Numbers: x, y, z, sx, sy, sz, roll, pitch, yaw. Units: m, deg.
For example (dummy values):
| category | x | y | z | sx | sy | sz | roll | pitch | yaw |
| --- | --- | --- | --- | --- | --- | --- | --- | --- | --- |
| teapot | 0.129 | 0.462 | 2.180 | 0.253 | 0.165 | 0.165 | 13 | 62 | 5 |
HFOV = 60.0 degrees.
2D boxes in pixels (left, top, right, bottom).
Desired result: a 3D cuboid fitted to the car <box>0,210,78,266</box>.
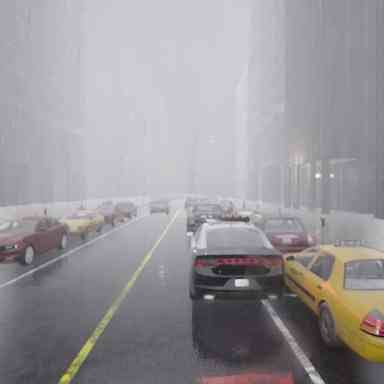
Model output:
| category | x | y | z | sx | sy | sz | roll | pitch | yaw |
| --- | --- | --- | --- | --- | --- | --- | --- | --- | --- |
| car | -5.775 | 1.540 | 11.564 | 1.887 | 1.381 | 4.507 | 0 | 0 | 0 |

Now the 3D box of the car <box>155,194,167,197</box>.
| category | x | y | z | sx | sy | sz | roll | pitch | yaw |
| --- | --- | --- | --- | --- | --- | --- | --- | --- | --- |
| car | -5.824 | 1.439 | 56.983 | 1.967 | 1.590 | 4.097 | 0 | 0 | 0 |

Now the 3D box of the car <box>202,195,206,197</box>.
| category | x | y | z | sx | sy | sz | roll | pitch | yaw |
| --- | --- | --- | --- | --- | --- | --- | --- | --- | --- |
| car | 2.713 | 1.437 | 45.643 | 1.967 | 1.590 | 4.097 | 0 | 0 | 0 |

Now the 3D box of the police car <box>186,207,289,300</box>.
| category | x | y | z | sx | sy | sz | roll | pitch | yaw |
| --- | --- | --- | --- | --- | --- | --- | --- | --- | --- |
| police car | 0.891 | 1.422 | 8.537 | 1.930 | 1.638 | 5.238 | 0 | 0 | 0 |

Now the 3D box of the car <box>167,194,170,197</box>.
| category | x | y | z | sx | sy | sz | roll | pitch | yaw |
| --- | --- | --- | --- | --- | --- | --- | --- | --- | --- |
| car | -5.830 | 1.552 | 62.661 | 2.008 | 1.369 | 4.403 | 0 | 0 | 0 |

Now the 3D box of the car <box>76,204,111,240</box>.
| category | x | y | z | sx | sy | sz | roll | pitch | yaw |
| --- | --- | --- | --- | --- | --- | --- | --- | --- | --- |
| car | -5.781 | 1.519 | 17.072 | 1.752 | 1.417 | 4.829 | 0 | 0 | 0 |

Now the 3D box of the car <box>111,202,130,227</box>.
| category | x | y | z | sx | sy | sz | roll | pitch | yaw |
| --- | --- | --- | --- | --- | --- | --- | --- | --- | --- |
| car | -5.787 | 1.538 | 22.918 | 1.887 | 1.381 | 4.507 | 0 | 0 | 0 |

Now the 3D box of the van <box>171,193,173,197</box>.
| category | x | y | z | sx | sy | sz | roll | pitch | yaw |
| --- | --- | --- | --- | --- | --- | --- | --- | --- | --- |
| van | -5.843 | 1.345 | 74.016 | 1.690 | 1.788 | 3.998 | 0 | 0 | 0 |

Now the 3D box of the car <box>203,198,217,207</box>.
| category | x | y | z | sx | sy | sz | roll | pitch | yaw |
| --- | --- | --- | --- | --- | --- | --- | --- | --- | --- |
| car | 2.707 | 1.564 | 51.320 | 1.947 | 1.339 | 4.313 | 0 | 0 | 0 |

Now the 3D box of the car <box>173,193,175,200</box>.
| category | x | y | z | sx | sy | sz | roll | pitch | yaw |
| --- | --- | --- | --- | --- | --- | --- | --- | --- | --- |
| car | -5.849 | 1.321 | 79.693 | 2.192 | 1.841 | 5.009 | 0 | 0 | 0 |

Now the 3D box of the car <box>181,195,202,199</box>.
| category | x | y | z | sx | sy | sz | roll | pitch | yaw |
| --- | --- | --- | --- | --- | --- | --- | --- | --- | --- |
| car | -0.031 | 1.488 | 45.244 | 2.128 | 1.511 | 4.902 | 0 | 0 | 0 |

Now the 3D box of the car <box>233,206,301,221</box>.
| category | x | y | z | sx | sy | sz | roll | pitch | yaw |
| --- | --- | --- | --- | --- | --- | --- | --- | --- | --- |
| car | 2.750 | 1.435 | 11.578 | 1.967 | 1.590 | 4.097 | 0 | 0 | 0 |

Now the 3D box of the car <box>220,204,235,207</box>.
| category | x | y | z | sx | sy | sz | roll | pitch | yaw |
| --- | --- | --- | --- | --- | --- | --- | --- | --- | --- |
| car | 2.743 | 1.539 | 17.255 | 1.887 | 1.381 | 4.507 | 0 | 0 | 0 |

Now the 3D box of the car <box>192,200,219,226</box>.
| category | x | y | z | sx | sy | sz | roll | pitch | yaw |
| --- | --- | --- | --- | --- | --- | --- | --- | --- | --- |
| car | 0.873 | 1.449 | 24.617 | 1.801 | 1.575 | 5.366 | 0 | 0 | 0 |

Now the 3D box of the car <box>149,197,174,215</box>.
| category | x | y | z | sx | sy | sz | roll | pitch | yaw |
| --- | --- | --- | --- | --- | --- | --- | --- | --- | --- |
| car | -3.125 | 1.500 | 33.351 | 1.837 | 1.490 | 4.892 | 0 | 0 | 0 |

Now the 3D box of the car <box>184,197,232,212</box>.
| category | x | y | z | sx | sy | sz | roll | pitch | yaw |
| --- | --- | --- | --- | --- | --- | --- | --- | --- | --- |
| car | 0.746 | 1.346 | 18.382 | 2.097 | 1.767 | 4.553 | 0 | 0 | -1 |

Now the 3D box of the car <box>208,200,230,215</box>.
| category | x | y | z | sx | sy | sz | roll | pitch | yaw |
| --- | --- | --- | --- | --- | --- | --- | --- | --- | --- |
| car | 2.725 | 1.561 | 34.288 | 1.947 | 1.339 | 4.313 | 0 | 0 | 0 |

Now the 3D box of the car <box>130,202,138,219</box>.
| category | x | y | z | sx | sy | sz | roll | pitch | yaw |
| --- | --- | --- | --- | --- | --- | --- | --- | --- | --- |
| car | -5.794 | 1.560 | 28.596 | 1.947 | 1.339 | 4.313 | 0 | 0 | 0 |

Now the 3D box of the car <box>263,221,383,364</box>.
| category | x | y | z | sx | sy | sz | roll | pitch | yaw |
| --- | --- | --- | --- | --- | --- | --- | --- | --- | --- |
| car | 2.756 | 1.522 | 6.070 | 1.752 | 1.417 | 4.829 | 0 | 0 | 0 |
